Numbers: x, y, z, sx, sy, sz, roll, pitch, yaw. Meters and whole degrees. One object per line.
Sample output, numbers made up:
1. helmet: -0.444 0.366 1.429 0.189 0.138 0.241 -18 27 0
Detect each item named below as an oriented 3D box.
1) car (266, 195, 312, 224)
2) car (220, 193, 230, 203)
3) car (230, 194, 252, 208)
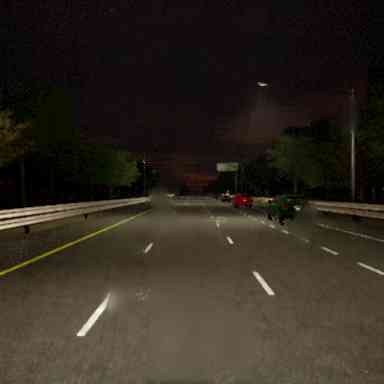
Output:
1. car: 7.035 1.229 24.650 2.150 2.045 5.566 0 0 0
2. car: 7.290 1.541 72.135 1.837 1.490 4.892 0 0 0
3. car: 7.126 1.246 47.485 2.150 2.045 5.566 0 0 0
